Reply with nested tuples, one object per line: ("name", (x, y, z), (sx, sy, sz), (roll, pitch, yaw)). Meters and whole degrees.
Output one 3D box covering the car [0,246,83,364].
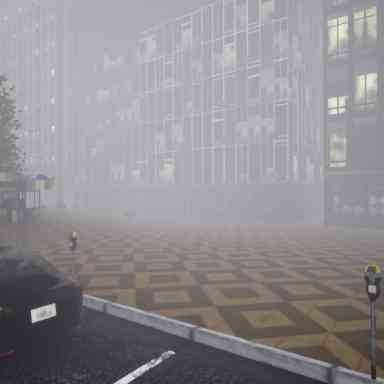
("car", (-3.568, 1.566, 5.417), (4.313, 1.339, 1.947), (0, 0, 35))
